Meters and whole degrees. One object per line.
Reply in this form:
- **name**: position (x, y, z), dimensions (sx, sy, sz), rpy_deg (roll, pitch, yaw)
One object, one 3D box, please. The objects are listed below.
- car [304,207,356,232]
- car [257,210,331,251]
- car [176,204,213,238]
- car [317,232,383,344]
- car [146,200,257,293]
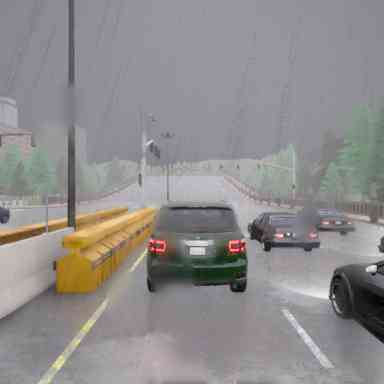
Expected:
- **car**: position (7.116, 1.547, 18.654), dimensions (2.033, 1.411, 5.357), rpy_deg (0, 0, 0)
- **car**: position (3.615, 1.547, 13.990), dimensions (2.033, 1.411, 5.357), rpy_deg (0, 0, 0)
- **car**: position (0.119, 1.505, 18.881), dimensions (1.837, 1.490, 4.892), rpy_deg (0, 0, 0)
- **car**: position (3.608, 1.564, 4.715), dimensions (1.994, 1.385, 4.181), rpy_deg (0, 0, 0)
- **car**: position (0.110, 1.222, 9.030), dimensions (2.150, 2.045, 5.566), rpy_deg (0, 0, 0)
